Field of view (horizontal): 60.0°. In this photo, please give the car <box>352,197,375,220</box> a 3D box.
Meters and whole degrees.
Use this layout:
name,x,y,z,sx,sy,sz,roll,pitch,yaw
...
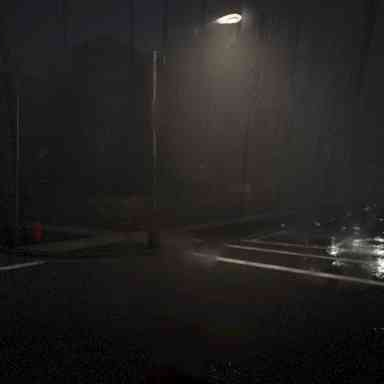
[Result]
name,x,y,z,sx,sy,sz,roll,pitch,yaw
car,13.610,1.481,27.897,2.128,1.511,4.902,0,0,35

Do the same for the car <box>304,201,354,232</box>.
name,x,y,z,sx,sy,sz,roll,pitch,yaw
car,8.320,1.515,20.352,1.812,1.442,4.674,0,0,35

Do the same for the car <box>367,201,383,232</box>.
name,x,y,z,sx,sy,sz,roll,pitch,yaw
car,11.883,1.489,19.345,2.128,1.511,4.902,0,0,35

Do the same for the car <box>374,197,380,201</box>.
name,x,y,z,sx,sy,sz,roll,pitch,yaw
car,19.282,1.342,35.976,2.097,1.767,4.553,0,0,35
